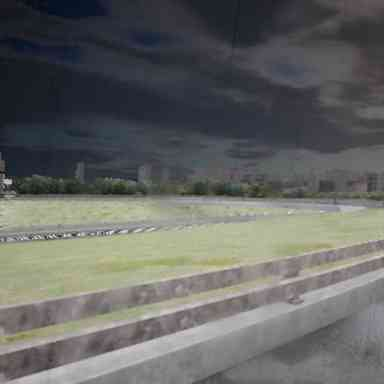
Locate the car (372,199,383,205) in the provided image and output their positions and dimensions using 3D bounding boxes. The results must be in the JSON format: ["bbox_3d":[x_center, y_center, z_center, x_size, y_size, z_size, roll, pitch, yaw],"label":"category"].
[{"bbox_3d":[42.673,2.367,75.740,2.097,1.767,4.553,0,-1,4],"label":"car"}]
